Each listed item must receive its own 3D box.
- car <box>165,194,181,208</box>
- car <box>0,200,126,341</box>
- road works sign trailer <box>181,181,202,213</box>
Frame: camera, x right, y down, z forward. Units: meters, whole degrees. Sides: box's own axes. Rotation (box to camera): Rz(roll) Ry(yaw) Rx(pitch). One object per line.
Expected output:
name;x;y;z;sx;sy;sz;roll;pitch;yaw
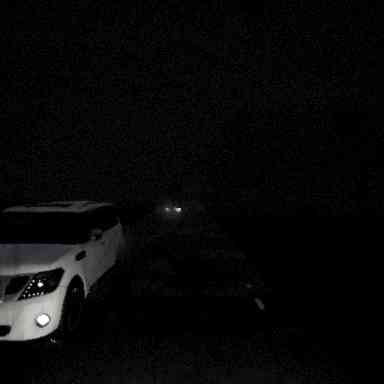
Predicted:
car;-2.820;1.365;51.164;2.150;2.045;5.566;0;-1;0
car;-2.850;1.232;6.868;2.150;2.045;5.566;0;0;0
road works sign trailer;-0.020;0.553;37.502;2.380;3.560;2.880;0;0;0
